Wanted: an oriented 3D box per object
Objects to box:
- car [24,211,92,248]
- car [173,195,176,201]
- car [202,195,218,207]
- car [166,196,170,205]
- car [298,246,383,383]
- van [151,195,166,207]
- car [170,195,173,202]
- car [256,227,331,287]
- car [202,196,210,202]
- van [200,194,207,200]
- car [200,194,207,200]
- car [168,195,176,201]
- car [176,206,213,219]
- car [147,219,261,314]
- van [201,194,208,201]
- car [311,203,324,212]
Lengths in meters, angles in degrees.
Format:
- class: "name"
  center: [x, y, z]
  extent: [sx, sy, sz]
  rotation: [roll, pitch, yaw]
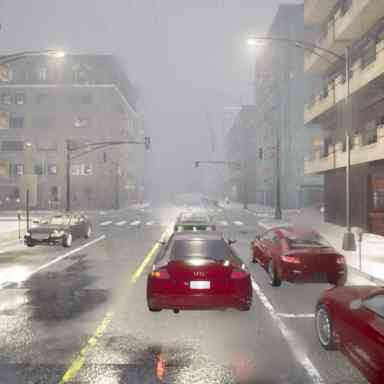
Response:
- class: "car"
  center: [-5.749, 1.554, 14.751]
  extent: [2.008, 1.369, 4.403]
  rotation: [1, 0, 0]
- class: "car"
  center: [-5.264, 1.575, 75.471]
  extent: [1.947, 1.339, 4.313]
  rotation: [1, 0, 0]
- class: "car"
  center: [3.035, 1.558, 51.123]
  extent: [2.008, 1.369, 4.403]
  rotation: [1, 0, 0]
- class: "car"
  center: [-5.396, 1.574, 58.459]
  extent: [1.947, 1.339, 4.313]
  rotation: [1, 0, 0]
- class: "car"
  center: [2.672, 1.583, 3.330]
  extent: [1.802, 1.307, 4.206]
  rotation: [1, 0, 0]
- class: "van"
  center: [-5.512, 1.349, 52.796]
  extent: [1.690, 1.788, 3.998]
  rotation: [1, 0, 0]
- class: "car"
  center: [-5.350, 1.448, 64.129]
  extent: [1.967, 1.590, 4.097]
  rotation: [1, 0, 0]
- class: "car"
  center: [2.680, 1.584, 9.001]
  extent: [1.802, 1.307, 4.206]
  rotation: [1, 0, 0]
- class: "car"
  center: [3.116, 1.590, 75.381]
  extent: [1.802, 1.307, 4.206]
  rotation: [1, 0, 0]
- class: "van"
  center: [3.252, 1.350, 92.391]
  extent: [1.690, 1.788, 3.998]
  rotation: [1, 0, 0]
- class: "car"
  center: [3.072, 1.558, 69.711]
  extent: [2.008, 1.369, 4.403]
  rotation: [1, 0, 0]
- class: "car"
  center: [-5.175, 1.554, 86.811]
  extent: [1.887, 1.381, 4.507]
  rotation: [1, 0, 0]
- class: "car"
  center: [0.125, 1.604, 16.544]
  extent: [1.895, 1.301, 4.718]
  rotation: [0, 0, 0]
- class: "car"
  center: [0.117, 1.566, 7.726]
  extent: [1.994, 1.385, 4.181]
  rotation: [0, 0, -1]
- class: "van"
  center: [3.208, 1.349, 86.721]
  extent: [1.690, 1.788, 3.998]
  rotation: [1, 0, 0]
- class: "car"
  center: [15.599, 1.518, 36.878]
  extent: [4.507, 1.381, 1.887]
  rotation: [0, -1, 1]
